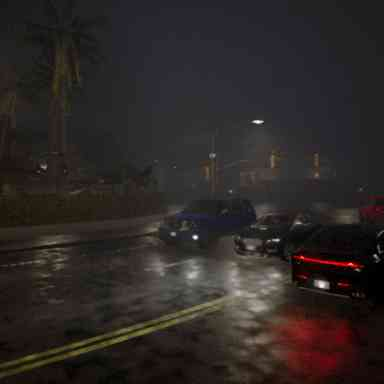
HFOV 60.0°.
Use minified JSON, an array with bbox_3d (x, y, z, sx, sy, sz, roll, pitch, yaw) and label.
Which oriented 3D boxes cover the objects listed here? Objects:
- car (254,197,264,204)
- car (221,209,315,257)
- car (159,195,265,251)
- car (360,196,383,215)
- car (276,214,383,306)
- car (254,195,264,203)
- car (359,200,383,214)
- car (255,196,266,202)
[{"bbox_3d":[14.859,1.807,73.384,2.097,1.535,5.008,0,0,13],"label":"car"},{"bbox_3d":[3.454,1.548,12.654,2.128,1.511,4.902,0,0,39],"label":"car"},{"bbox_3d":[0.981,1.302,15.117,2.150,2.045,5.566,0,-1,38],"label":"car"},{"bbox_3d":[13.169,1.301,23.119,2.150,2.045,5.566,0,0,20],"label":"car"},{"bbox_3d":[4.193,1.537,8.223,1.837,1.490,4.892,0,0,44],"label":"car"},{"bbox_3d":[16.154,1.709,79.679,2.185,1.767,4.553,0,0,13],"label":"car"},{"bbox_3d":[20.513,1.657,37.672,1.812,1.442,4.674,0,0,13],"label":"car"},{"bbox_3d":[18.588,1.881,90.176,2.231,1.521,4.892,0,0,23],"label":"car"}]
